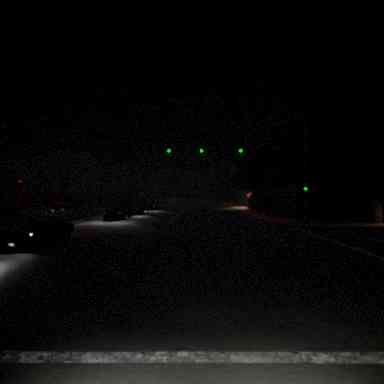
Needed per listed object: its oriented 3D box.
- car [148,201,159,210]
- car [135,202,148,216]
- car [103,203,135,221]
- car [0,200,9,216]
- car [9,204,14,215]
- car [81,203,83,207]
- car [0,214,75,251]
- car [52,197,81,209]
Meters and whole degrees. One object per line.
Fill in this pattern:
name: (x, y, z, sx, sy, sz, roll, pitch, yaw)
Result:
car: (-6.509, 2.132, 54.201, 1.882, 1.535, 5.008, 0, -1, 2)
car: (-6.852, 1.997, 39.689, 1.812, 1.442, 4.674, 0, -1, 2)
car: (-7.104, 1.865, 31.987, 1.882, 1.535, 5.008, 0, -1, 1)
car: (-21.331, 1.556, 33.076, 4.605, 1.855, 1.932, 0, -1, 0)
car: (-21.264, 1.593, 35.969, 3.866, 1.878, 1.905, 0, -1, 0)
car: (-21.192, 2.103, 58.484, 3.806, 1.475, 1.970, 0, -1, 0)
car: (-7.076, 1.786, 15.249, 1.895, 1.301, 4.718, 0, -1, 0)
car: (-21.216, 1.829, 55.592, 3.866, 1.878, 1.905, 0, -1, 0)
